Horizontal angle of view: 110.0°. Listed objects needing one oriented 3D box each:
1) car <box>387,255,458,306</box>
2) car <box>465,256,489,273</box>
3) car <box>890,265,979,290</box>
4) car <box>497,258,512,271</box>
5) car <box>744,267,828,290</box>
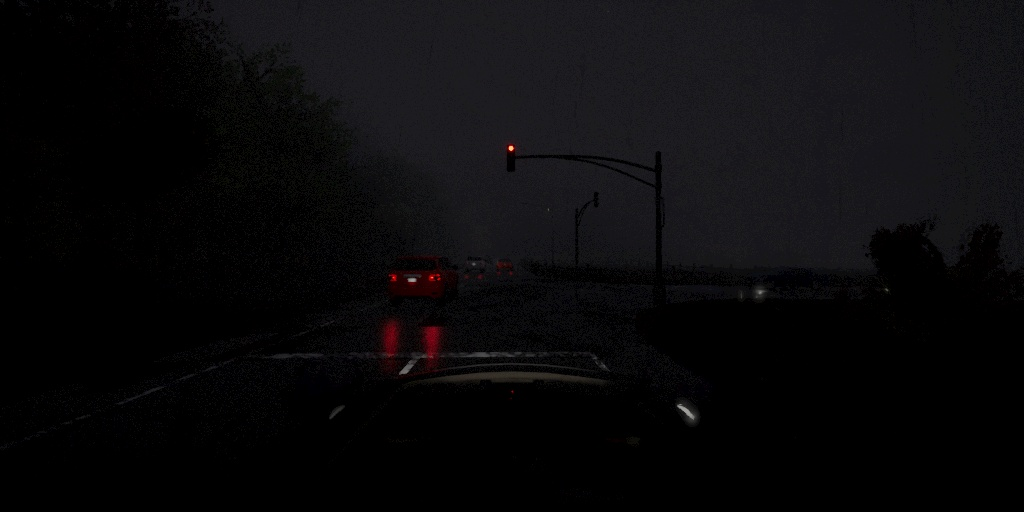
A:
[{"bbox_3d":[-3.736,0.976,15.892,2.150,2.045,5.566,0,0,-1],"label":"car"},{"bbox_3d":[-4.376,0.976,43.506,2.150,2.045,5.566,0,0,-1],"label":"car"},{"bbox_3d":[28.855,1.478,24.665,4.553,1.767,2.097,1,-1,-1],"label":"car"},{"bbox_3d":[-1.031,1.105,50.095,2.097,1.767,4.553,0,0,-1],"label":"car"},{"bbox_3d":[18.583,1.491,24.469,5.008,1.535,1.882,1,-1,-1],"label":"car"}]
